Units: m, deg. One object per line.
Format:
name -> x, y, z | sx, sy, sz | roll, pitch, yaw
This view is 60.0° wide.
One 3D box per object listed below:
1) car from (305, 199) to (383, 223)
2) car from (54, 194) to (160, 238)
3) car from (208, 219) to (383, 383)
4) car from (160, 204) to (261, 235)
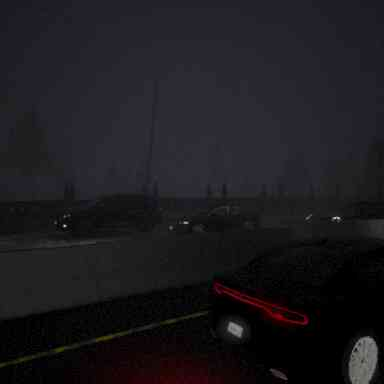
car -> 7.679, 1.222, 16.109 | 4.553, 1.767, 2.097 | 0, 0, -25
car -> -4.262, 1.137, 17.630 | 5.566, 2.045, 2.150 | 0, 0, -31
car -> 2.593, 1.430, 5.201 | 5.008, 1.535, 1.882 | -1, 0, -32
car -> 1.189, 1.388, 16.713 | 4.902, 1.511, 2.128 | 0, 0, -28
